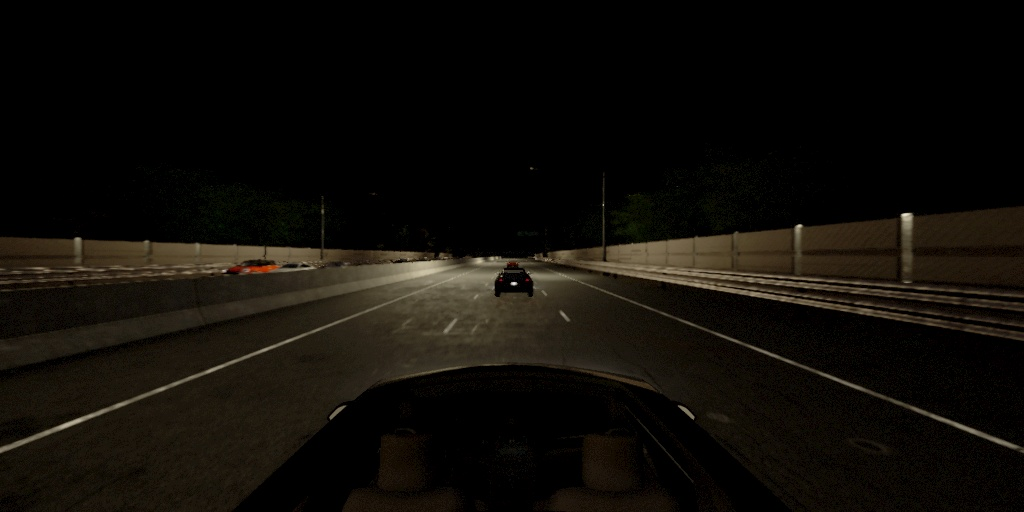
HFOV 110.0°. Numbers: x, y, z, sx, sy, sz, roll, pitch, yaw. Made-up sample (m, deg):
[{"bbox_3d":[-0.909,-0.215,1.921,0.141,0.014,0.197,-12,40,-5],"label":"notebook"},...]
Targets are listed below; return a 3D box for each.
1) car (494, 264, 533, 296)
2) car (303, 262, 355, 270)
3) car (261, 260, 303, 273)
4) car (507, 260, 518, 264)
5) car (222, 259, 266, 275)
[{"bbox_3d":[0.096,1.312,19.434,1.994,1.385,4.181,0,0,0],"label":"car"},{"bbox_3d":[-14.090,1.234,28.736,2.128,1.511,4.902,0,0,0],"label":"car"},{"bbox_3d":[-17.585,1.268,29.028,1.812,1.442,4.674,0,0,0],"label":"car"},{"bbox_3d":[0.079,1.324,60.888,1.895,1.301,4.718,0,0,0],"label":"car"},{"bbox_3d":[-21.081,1.093,29.254,2.097,1.767,4.553,0,0,0],"label":"car"}]
